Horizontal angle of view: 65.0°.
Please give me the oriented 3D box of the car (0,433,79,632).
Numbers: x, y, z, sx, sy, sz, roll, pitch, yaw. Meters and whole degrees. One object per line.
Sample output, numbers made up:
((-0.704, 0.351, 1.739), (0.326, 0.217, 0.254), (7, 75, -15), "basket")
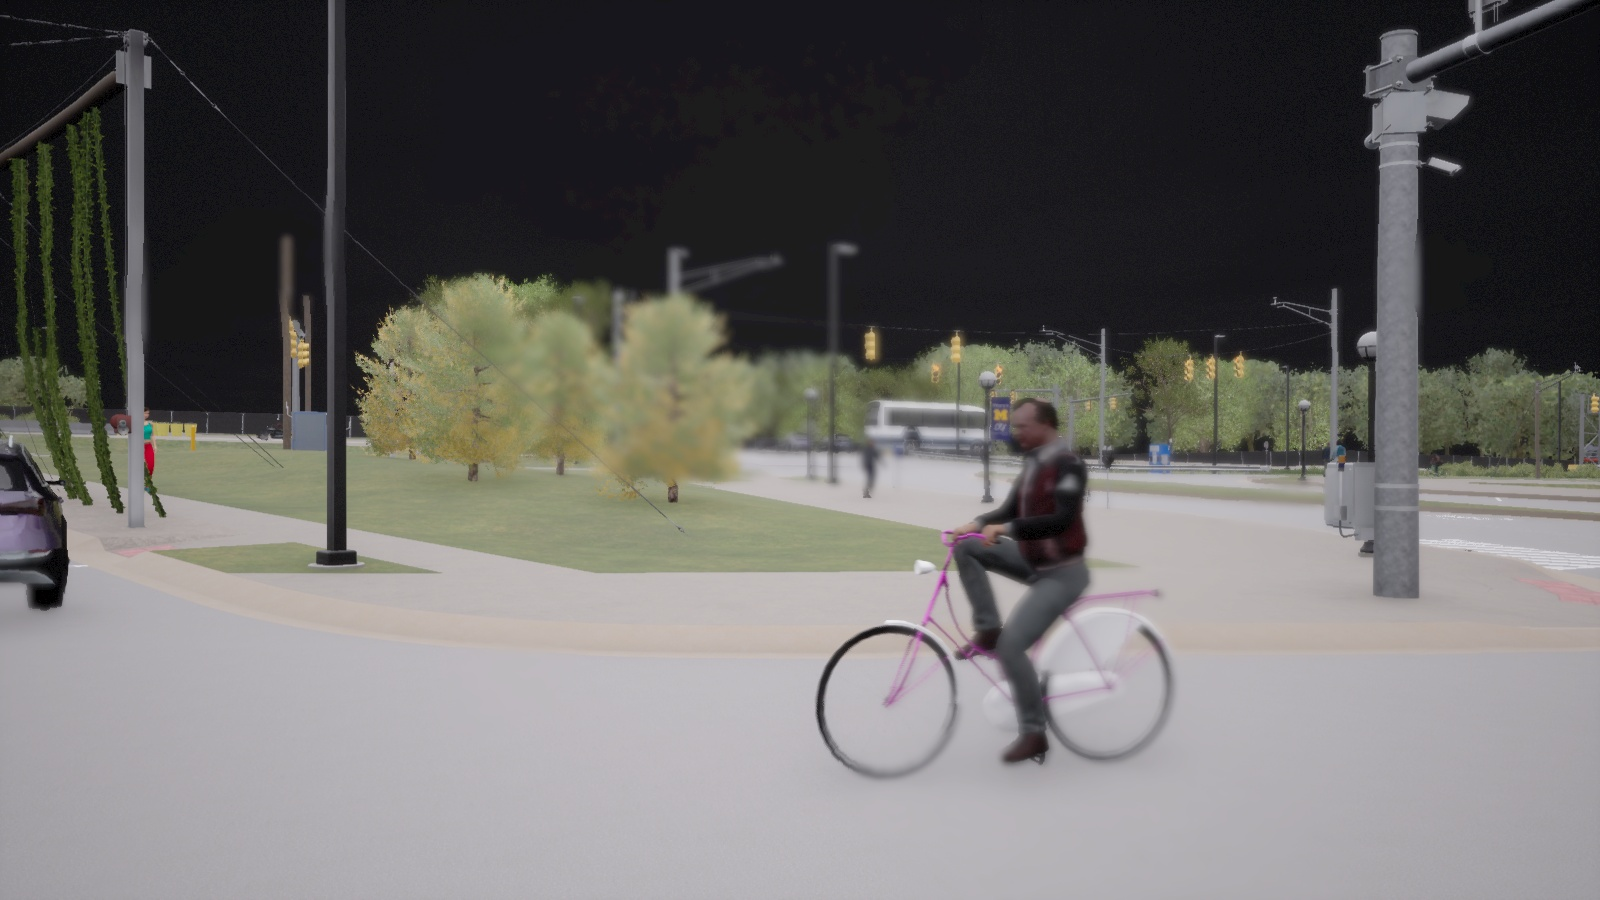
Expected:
((-8.528, 0.685, 12.613), (2.033, 1.649, 4.856), (0, 1, -32), "car")

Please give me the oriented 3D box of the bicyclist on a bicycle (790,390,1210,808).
((0.930, 0.633, 5.904), (1.843, 1.776, 0.659), (0, 0, -16), "bicyclist on a bicycle")

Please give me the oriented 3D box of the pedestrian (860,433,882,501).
((2.084, 0.494, 36.791), (0.423, 1.949, 0.788), (0, 0, -15), "pedestrian")

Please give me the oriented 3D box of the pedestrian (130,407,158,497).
((-13.600, 0.039, 26.043), (0.345, 1.836, 0.594), (0, 0, -44), "pedestrian")
